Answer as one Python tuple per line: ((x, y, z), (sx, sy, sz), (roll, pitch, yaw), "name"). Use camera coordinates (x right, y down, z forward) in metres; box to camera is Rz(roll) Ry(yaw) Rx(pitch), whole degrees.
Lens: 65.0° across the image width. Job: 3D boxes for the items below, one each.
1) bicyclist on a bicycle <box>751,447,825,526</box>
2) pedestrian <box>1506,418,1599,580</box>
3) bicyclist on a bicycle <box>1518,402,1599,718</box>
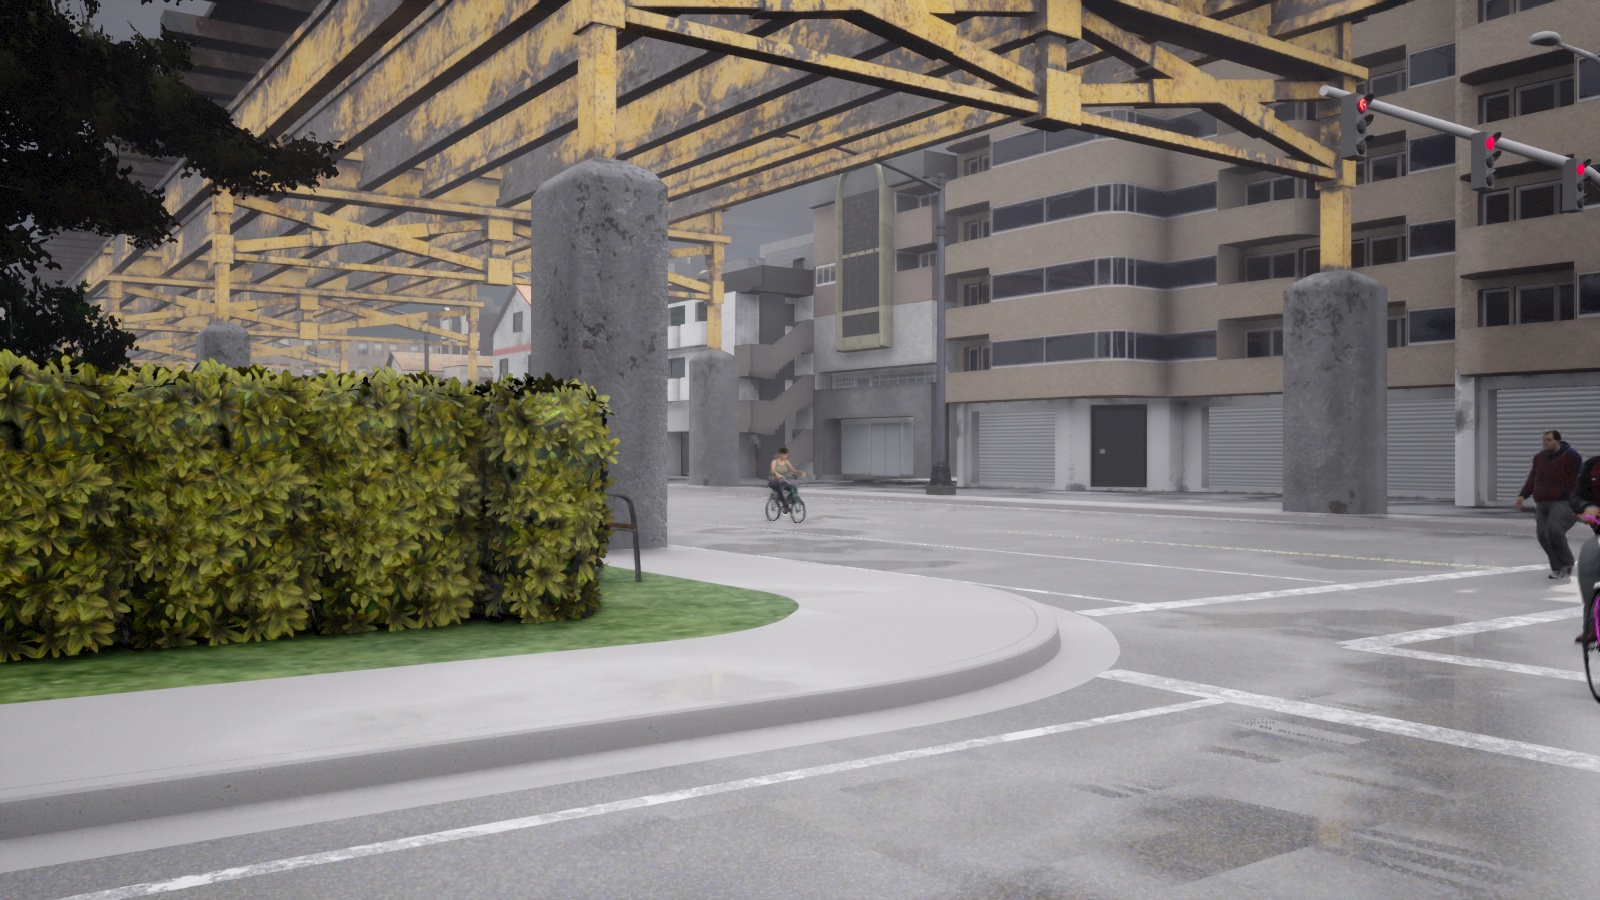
((-0.260, 0.747, 26.655), (0.866, 1.612, 1.509), (0, 0, -35), "bicyclist on a bicycle")
((8.916, 0.558, 14.765), (0.899, 1.844, 0.634), (0, 0, -19), "pedestrian")
((5.078, 0.624, 7.783), (0.659, 1.776, 1.843), (-2, -1, 43), "bicyclist on a bicycle")
